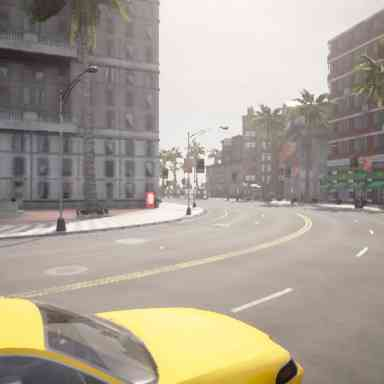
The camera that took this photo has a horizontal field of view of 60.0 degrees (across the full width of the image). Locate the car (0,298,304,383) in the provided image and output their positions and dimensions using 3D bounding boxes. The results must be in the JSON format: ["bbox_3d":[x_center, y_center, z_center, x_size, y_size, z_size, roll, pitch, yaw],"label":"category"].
[{"bbox_3d":[-1.455,1.448,2.239,5.366,1.575,1.801,0,0,-35],"label":"car"}]
